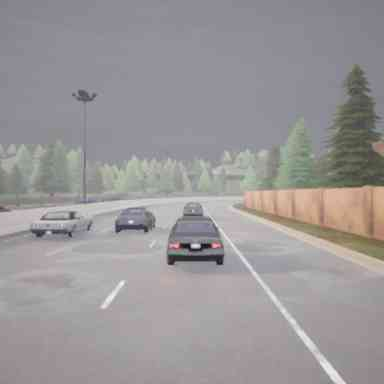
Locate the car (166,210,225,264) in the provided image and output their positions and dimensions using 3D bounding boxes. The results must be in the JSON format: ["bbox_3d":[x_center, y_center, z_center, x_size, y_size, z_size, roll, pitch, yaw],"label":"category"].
[{"bbox_3d":[0.103,1.594,11.969,2.033,1.411,5.357,0,0,0],"label":"car"}]

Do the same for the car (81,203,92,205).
[{"bbox_3d":[-19.588,1.717,61.313,1.882,1.535,5.008,0,0,9],"label":"car"}]

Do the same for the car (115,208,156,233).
[{"bbox_3d":[-3.396,1.644,20.523,1.994,1.385,4.181,0,0,0],"label":"car"}]

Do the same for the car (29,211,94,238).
[{"bbox_3d":[-6.896,1.672,18.237,1.895,1.301,4.718,0,0,0],"label":"car"}]

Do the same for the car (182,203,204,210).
[{"bbox_3d":[0.106,1.666,30.454,2.033,1.411,5.357,0,0,0],"label":"car"}]
